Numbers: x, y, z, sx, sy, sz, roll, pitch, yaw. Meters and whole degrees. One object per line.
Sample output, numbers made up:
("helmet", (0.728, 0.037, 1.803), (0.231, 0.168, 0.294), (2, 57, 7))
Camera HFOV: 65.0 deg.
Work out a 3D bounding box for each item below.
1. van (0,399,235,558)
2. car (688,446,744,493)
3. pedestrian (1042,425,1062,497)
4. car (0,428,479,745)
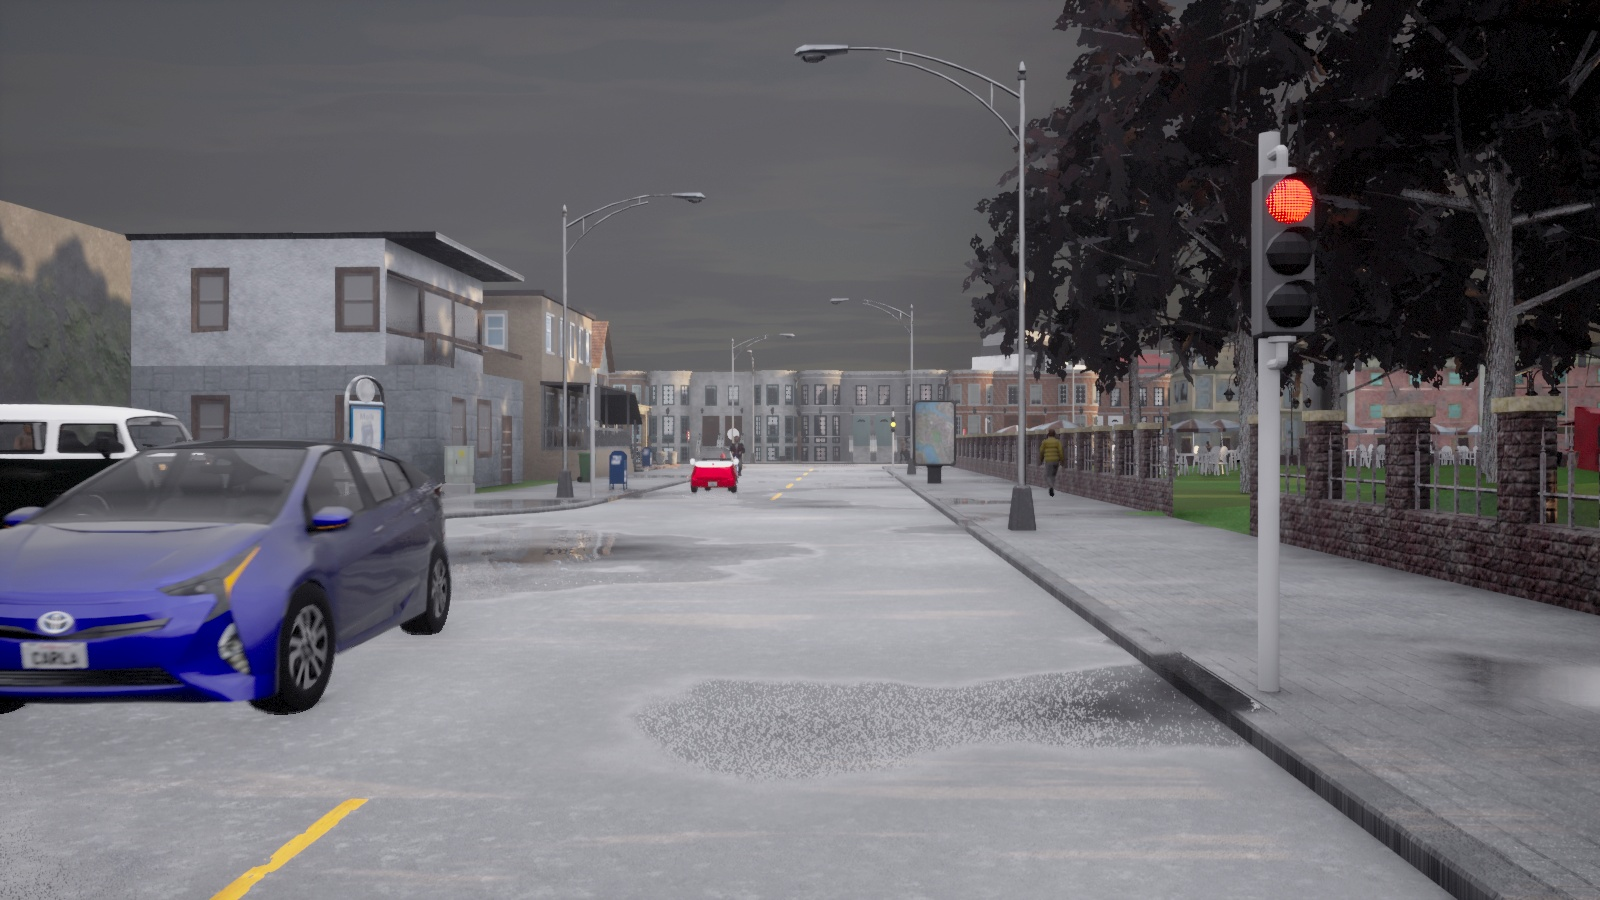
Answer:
("van", (-10.484, 0.365, 17.294), (4.480, 2.038, 2.069), (0, 0, 2))
("car", (-2.562, 0.582, 38.474), (1.481, 1.376, 2.207), (0, 0, 2))
("pedestrian", (6.509, 0.278, 32.453), (0.370, 1.835, 0.726), (0, 0, 2))
("car", (-3.672, 0.644, 8.286), (2.007, 1.525, 4.514), (0, 0, -1))
